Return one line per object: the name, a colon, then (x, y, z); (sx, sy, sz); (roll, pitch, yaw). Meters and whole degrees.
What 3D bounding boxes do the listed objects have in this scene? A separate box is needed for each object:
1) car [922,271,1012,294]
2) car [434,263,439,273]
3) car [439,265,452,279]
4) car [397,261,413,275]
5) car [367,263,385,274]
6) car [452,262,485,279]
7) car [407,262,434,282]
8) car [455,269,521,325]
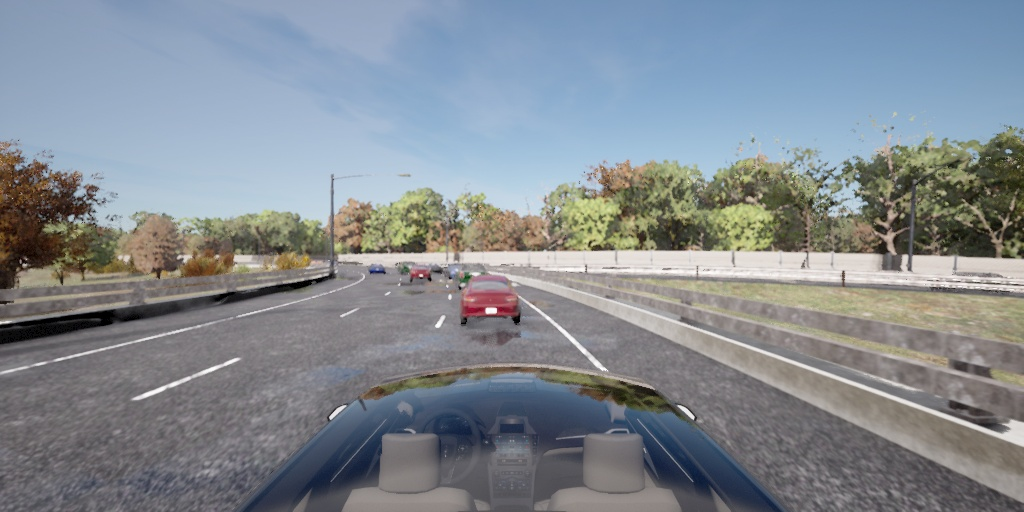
car: (37.520, 2.058, 29.746); (4.553, 1.767, 2.097); (3, 1, 27)
car: (-11.020, 1.681, 49.131); (1.994, 1.385, 4.181); (0, 0, -25)
car: (-5.729, 1.560, 35.920); (2.033, 1.411, 5.357); (0, 0, -18)
car: (-13.688, 1.442, 46.550); (2.097, 1.767, 4.553); (0, -1, -24)
car: (-18.121, 1.676, 47.783); (1.994, 1.385, 4.181); (0, 0, -26)
car: (-2.780, 1.276, 24.513); (2.097, 1.767, 4.553); (0, 0, -12)
car: (-8.406, 1.517, 32.770); (1.812, 1.442, 4.674); (0, -1, -16)
car: (-0.775, 1.355, 12.166); (1.812, 1.442, 4.674); (0, 0, -5)
